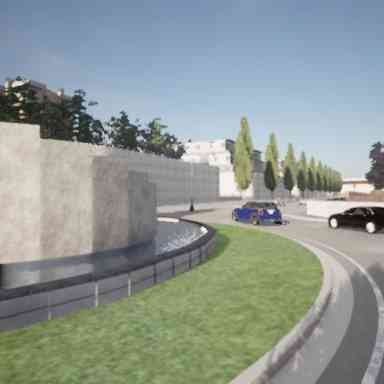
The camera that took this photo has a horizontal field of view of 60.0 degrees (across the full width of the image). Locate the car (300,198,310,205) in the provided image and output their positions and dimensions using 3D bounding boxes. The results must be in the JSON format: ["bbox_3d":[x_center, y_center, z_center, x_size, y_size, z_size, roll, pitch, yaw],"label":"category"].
[{"bbox_3d":[22.189,1.846,64.310,1.895,1.301,4.718,0,0,29],"label":"car"}]

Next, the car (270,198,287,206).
[{"bbox_3d":[15.492,1.770,59.470,1.812,1.442,4.674,0,0,29],"label":"car"}]

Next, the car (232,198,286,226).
[{"bbox_3d":[4.765,1.461,24.983,2.097,1.767,4.553,0,0,-19],"label":"car"}]

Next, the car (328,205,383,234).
[{"bbox_3d":[10.267,1.569,19.896,1.837,1.490,4.892,0,-1,-17],"label":"car"}]
